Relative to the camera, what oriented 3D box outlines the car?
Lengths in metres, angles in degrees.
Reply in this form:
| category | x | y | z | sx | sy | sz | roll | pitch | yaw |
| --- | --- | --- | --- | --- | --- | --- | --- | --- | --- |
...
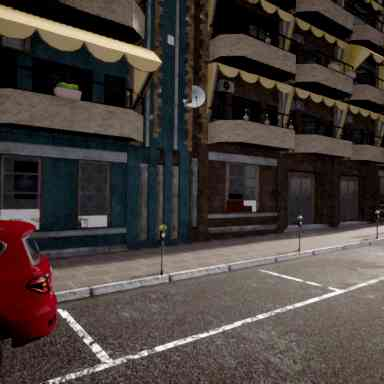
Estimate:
| category | x | y | z | sx | sy | sz | roll | pitch | yaw |
| --- | --- | --- | --- | --- | --- | --- | --- | --- | --- |
| car | -4.122 | 1.315 | 3.595 | 5.009 | 1.841 | 2.192 | 0 | 1 | -36 |
